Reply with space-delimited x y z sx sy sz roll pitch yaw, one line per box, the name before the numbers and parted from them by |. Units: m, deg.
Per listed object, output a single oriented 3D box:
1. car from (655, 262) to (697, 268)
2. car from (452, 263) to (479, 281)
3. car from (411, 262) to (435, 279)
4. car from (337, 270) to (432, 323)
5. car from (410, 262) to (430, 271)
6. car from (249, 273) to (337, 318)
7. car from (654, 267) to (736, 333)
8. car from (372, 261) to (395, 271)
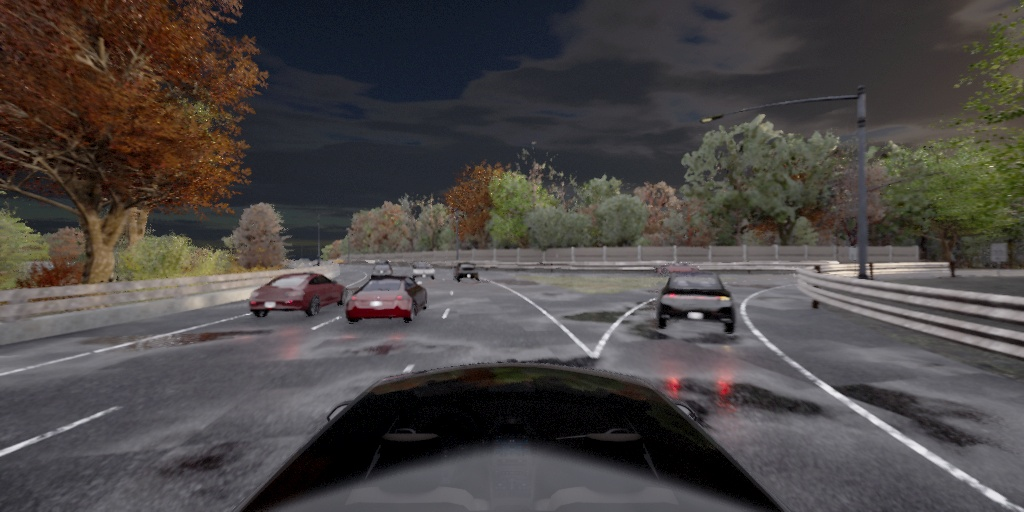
car | 16.769 1.331 36.708 4.181 1.385 1.994 0 0 10
car | -4.023 1.354 31.032 1.837 1.490 4.892 0 0 -14
car | -8.374 1.478 33.754 1.895 1.301 4.718 0 0 -17
car | -4.139 1.363 12.425 1.994 1.385 4.181 0 0 -5
car | -14.514 1.570 56.548 1.895 1.301 4.718 0 0 -29
car | -7.737 1.344 13.362 1.812 1.442 4.674 0 0 -7
car | 5.517 1.241 10.912 2.128 1.511 4.902 0 0 26
car | -12.094 1.442 33.633 2.033 1.411 5.357 0 0 -17
